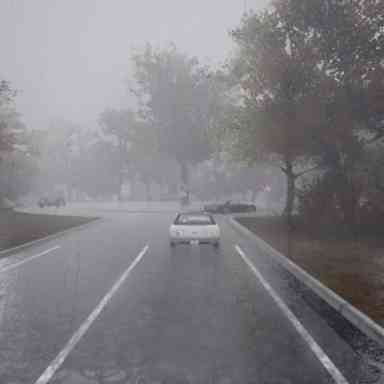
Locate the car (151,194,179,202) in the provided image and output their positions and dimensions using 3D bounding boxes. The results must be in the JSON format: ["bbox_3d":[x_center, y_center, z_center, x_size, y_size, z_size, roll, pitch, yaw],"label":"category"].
[{"bbox_3d":[-4.871,1.025,60.001,4.902,1.511,2.128,0,0,-10],"label":"car"}]

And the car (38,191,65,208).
[{"bbox_3d":[-17.171,0.903,40.962,2.150,2.045,5.566,-1,0,-9],"label":"car"}]

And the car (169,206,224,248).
[{"bbox_3d":[0.097,1.490,14.071,1.895,1.301,4.718,0,0,0],"label":"car"}]

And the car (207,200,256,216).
[{"bbox_3d":[3.448,1.373,29.212,4.718,1.301,1.895,0,0,-37],"label":"car"}]
